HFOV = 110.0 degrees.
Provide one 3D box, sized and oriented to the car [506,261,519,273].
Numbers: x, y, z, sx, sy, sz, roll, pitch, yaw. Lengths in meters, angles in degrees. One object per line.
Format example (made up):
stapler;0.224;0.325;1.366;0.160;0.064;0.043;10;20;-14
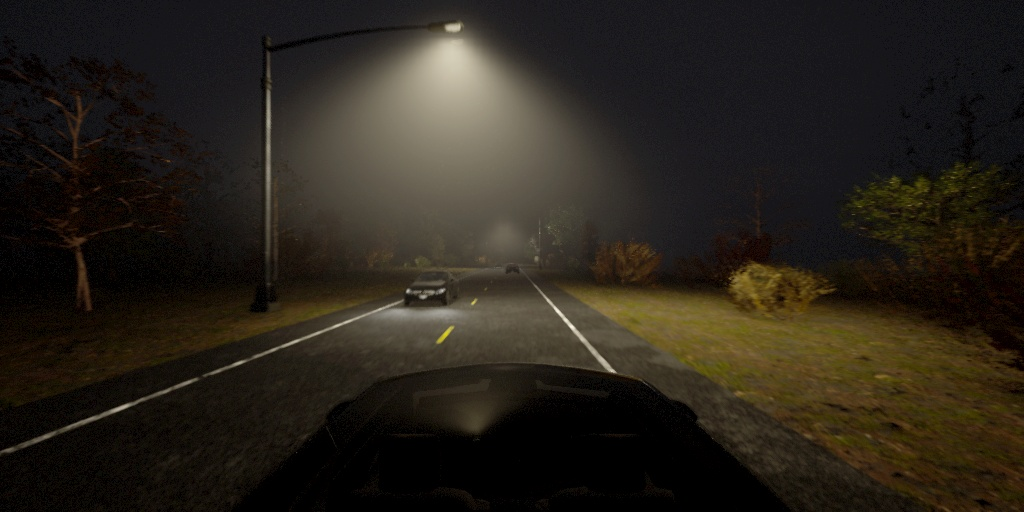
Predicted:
car;0.070;1.809;51.577;1.895;1.301;4.718;0;-1;0

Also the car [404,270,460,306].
car;-3.605;1.423;16.889;1.812;1.442;4.674;0;-1;0
